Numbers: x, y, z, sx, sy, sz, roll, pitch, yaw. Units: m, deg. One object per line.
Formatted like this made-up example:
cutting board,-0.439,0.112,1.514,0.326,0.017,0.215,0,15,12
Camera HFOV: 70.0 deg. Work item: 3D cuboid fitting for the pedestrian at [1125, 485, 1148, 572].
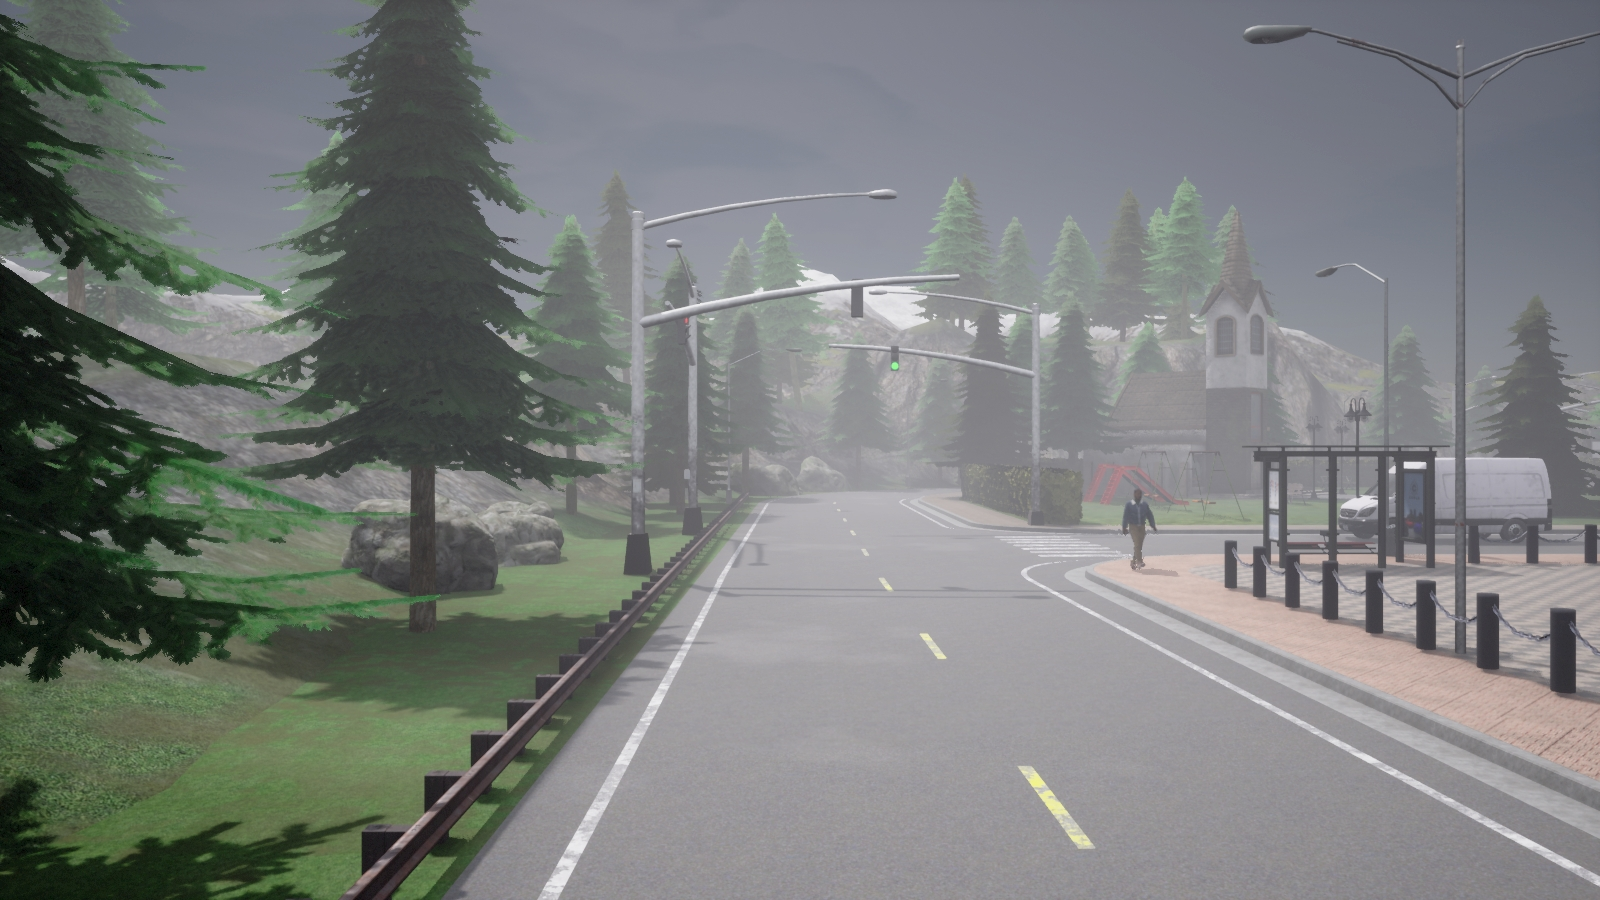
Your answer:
pedestrian,7.298,1.691,24.793,0.375,1.860,0.375,0,0,0

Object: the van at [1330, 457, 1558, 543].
van,19.746,1.515,35.223,5.915,2.561,1.988,0,0,0
